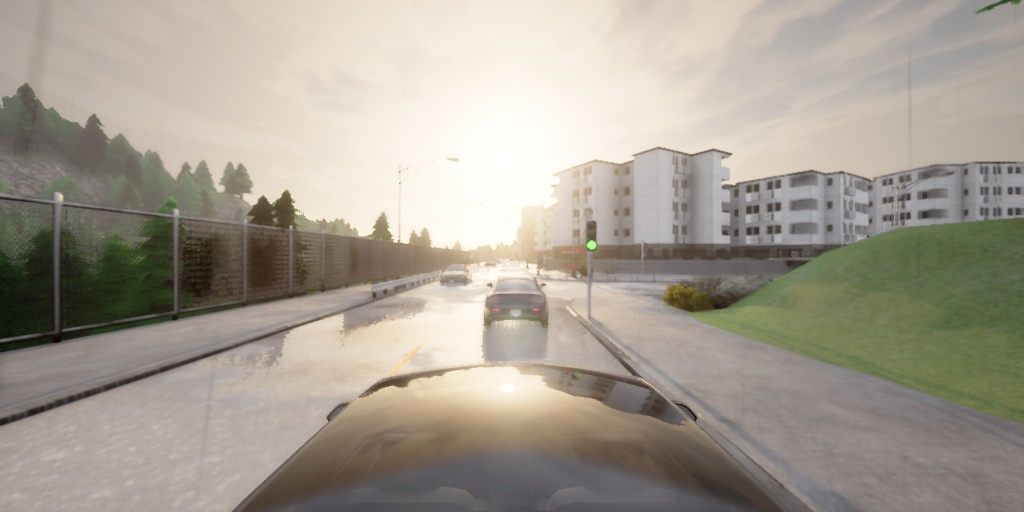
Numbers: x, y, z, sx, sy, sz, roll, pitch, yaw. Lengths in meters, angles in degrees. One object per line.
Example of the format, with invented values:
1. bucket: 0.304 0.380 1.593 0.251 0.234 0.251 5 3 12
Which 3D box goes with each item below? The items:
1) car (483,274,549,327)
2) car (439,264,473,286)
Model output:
1. car: 0.147 1.287 11.475 1.812 1.442 4.674 0 0 1
2. car: -3.982 1.358 26.115 1.812 1.442 4.674 0 1 0
